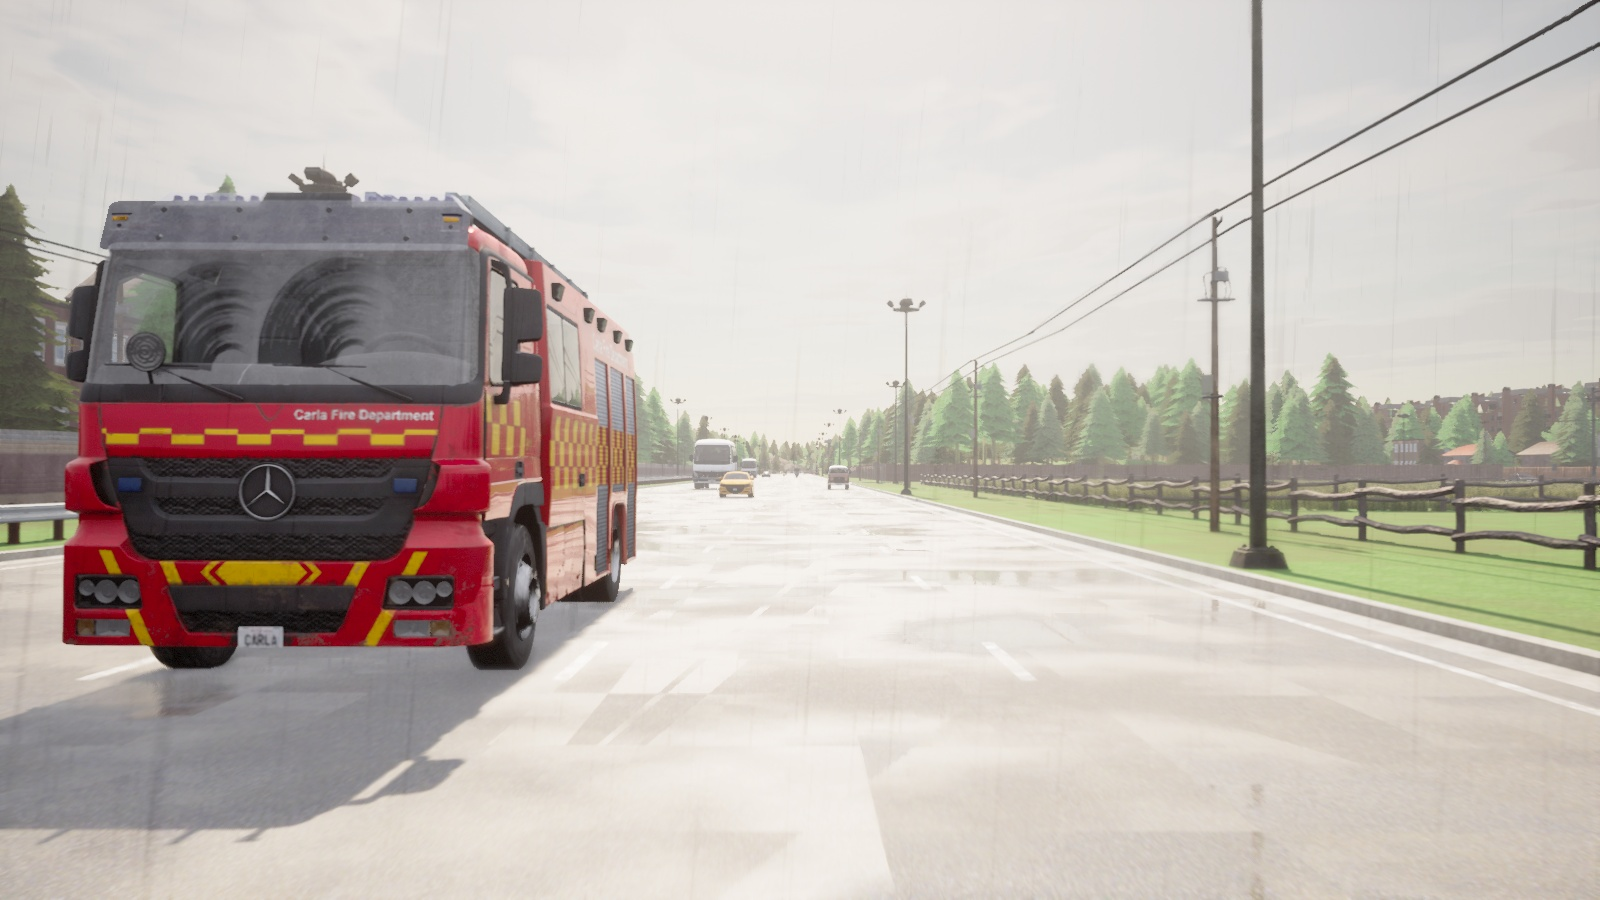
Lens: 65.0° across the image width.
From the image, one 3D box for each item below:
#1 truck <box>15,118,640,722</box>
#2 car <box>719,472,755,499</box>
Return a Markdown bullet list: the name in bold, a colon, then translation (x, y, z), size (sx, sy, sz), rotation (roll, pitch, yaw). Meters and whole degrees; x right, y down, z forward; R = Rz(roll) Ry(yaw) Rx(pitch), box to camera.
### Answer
- **truck**: translation (-3.534, -0.132, 12.210), size (2.891, 3.827, 8.468), rotation (0, -1, 0)
- **car**: translation (-3.677, 2.041, 73.704), size (1.882, 1.535, 5.008), rotation (0, -1, 0)
